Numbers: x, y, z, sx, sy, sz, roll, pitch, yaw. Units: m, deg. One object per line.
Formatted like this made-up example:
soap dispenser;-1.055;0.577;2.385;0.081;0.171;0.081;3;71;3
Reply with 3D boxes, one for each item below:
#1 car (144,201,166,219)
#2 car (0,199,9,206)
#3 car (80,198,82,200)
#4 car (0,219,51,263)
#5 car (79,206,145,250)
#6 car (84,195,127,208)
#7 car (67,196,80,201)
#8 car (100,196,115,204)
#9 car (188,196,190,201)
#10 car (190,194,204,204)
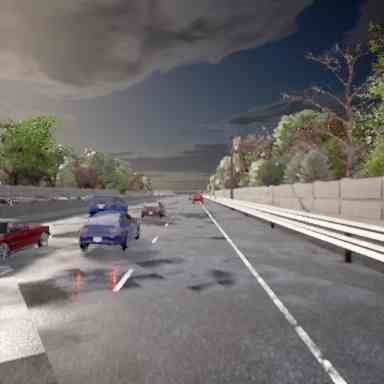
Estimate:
car;-3.407;1.565;29.842;1.812;1.442;4.674;0;0;0
car;-17.600;1.389;28.610;2.097;1.767;4.553;0;0;0
car;-21.012;1.601;69.099;1.837;1.490;4.892;0;0;0
car;-6.905;1.612;11.991;1.895;1.301;4.718;0;0;0
car;-3.404;1.540;14.298;1.812;1.442;4.674;0;0;0
car;-6.906;1.257;27.907;2.150;2.045;5.566;0;0;0
car;-24.512;1.621;69.515;1.812;1.442;4.674;0;0;0
car;-17.512;1.579;69.100;1.882;1.535;5.008;0;0;0
car;-0.016;1.638;87.257;2.128;1.511;4.902;0;0;0
car;1.212;1.347;68.775;2.150;2.045;5.566;0;0;0
